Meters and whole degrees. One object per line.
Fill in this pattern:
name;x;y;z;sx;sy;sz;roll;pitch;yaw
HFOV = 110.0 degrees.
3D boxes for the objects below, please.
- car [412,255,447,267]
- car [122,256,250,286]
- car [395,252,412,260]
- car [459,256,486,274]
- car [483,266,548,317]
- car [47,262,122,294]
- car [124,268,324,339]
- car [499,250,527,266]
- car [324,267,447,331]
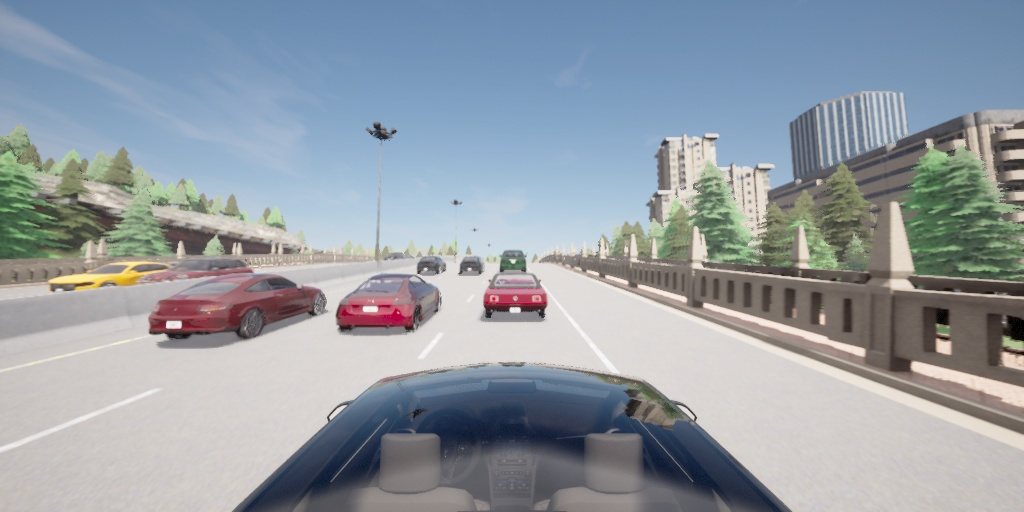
car;-6.908;0.754;31.148;1.837;1.490;4.892;0;1;0
car;-14.103;0.885;16.300;2.097;1.767;4.553;0;1;0
car;-17.559;0.547;60.220;1.994;1.385;4.181;0;-2;1
car;-3.408;0.754;31.144;1.837;1.490;4.892;0;1;0
car;0.097;1.207;12.439;1.895;1.301;4.718;0;1;0
car;-17.604;1.007;16.437;1.882;1.535;5.008;0;1;0
car;-6.902;1.187;9.617;1.812;1.442;4.674;0;1;0
car;0.092;0.487;30.275;2.150;2.045;5.566;0;1;0
car;-3.402;1.206;10.613;1.994;1.385;4.181;0;1;0
